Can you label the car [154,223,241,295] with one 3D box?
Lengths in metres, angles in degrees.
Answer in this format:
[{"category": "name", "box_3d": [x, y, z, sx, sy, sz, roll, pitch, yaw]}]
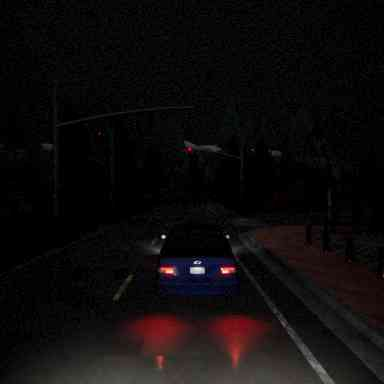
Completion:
[{"category": "car", "box_3d": [0.102, 1.546, 8.860, 2.033, 1.411, 5.357, 0, 0, 0]}]
